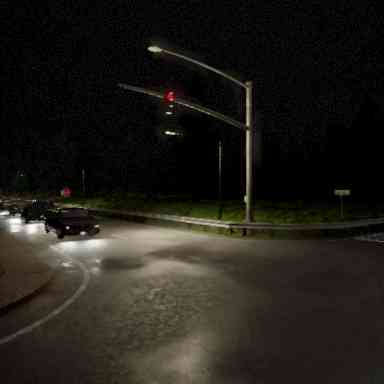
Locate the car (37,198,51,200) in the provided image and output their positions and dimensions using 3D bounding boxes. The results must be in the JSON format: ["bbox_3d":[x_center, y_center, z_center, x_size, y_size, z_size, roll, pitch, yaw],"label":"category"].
[{"bbox_3d":[-18.925,1.526,42.384,1.837,1.490,4.892,0,-1,-34],"label":"car"}]

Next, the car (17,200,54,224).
[{"bbox_3d":[-11.881,1.590,25.588,1.994,1.385,4.181,0,0,-34],"label":"car"}]

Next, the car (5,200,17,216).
[{"bbox_3d":[-16.866,1.630,32.853,1.895,1.301,4.718,0,0,-34],"label":"car"}]

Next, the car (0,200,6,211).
[{"bbox_3d":[-22.493,1.634,41.103,1.895,1.301,4.718,0,0,-34],"label":"car"}]

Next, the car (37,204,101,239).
[{"bbox_3d":[-6.662,1.569,17.976,2.033,1.411,5.357,0,0,-34],"label":"car"}]
